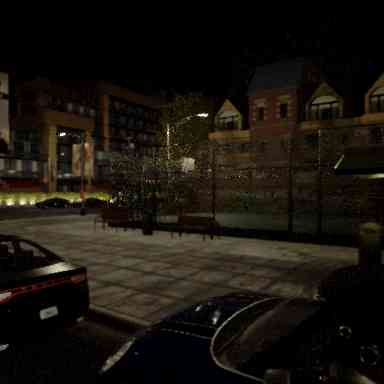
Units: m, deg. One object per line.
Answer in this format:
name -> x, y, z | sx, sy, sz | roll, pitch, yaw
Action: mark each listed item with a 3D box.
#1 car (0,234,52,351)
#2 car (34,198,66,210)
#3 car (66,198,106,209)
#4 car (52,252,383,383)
car -> -3.967, 1.487, 5.920 | 5.008, 1.535, 2.097 | 0, 0, 35
car -> -18.644, 1.552, 44.570 | 1.837, 1.490, 4.892 | 0, 0, 35
car -> -13.993, 1.521, 45.140 | 1.882, 1.535, 5.008 | 0, 0, 35
car -> 1.366, 1.354, 2.334 | 4.553, 1.767, 2.185 | 0, 0, 35
